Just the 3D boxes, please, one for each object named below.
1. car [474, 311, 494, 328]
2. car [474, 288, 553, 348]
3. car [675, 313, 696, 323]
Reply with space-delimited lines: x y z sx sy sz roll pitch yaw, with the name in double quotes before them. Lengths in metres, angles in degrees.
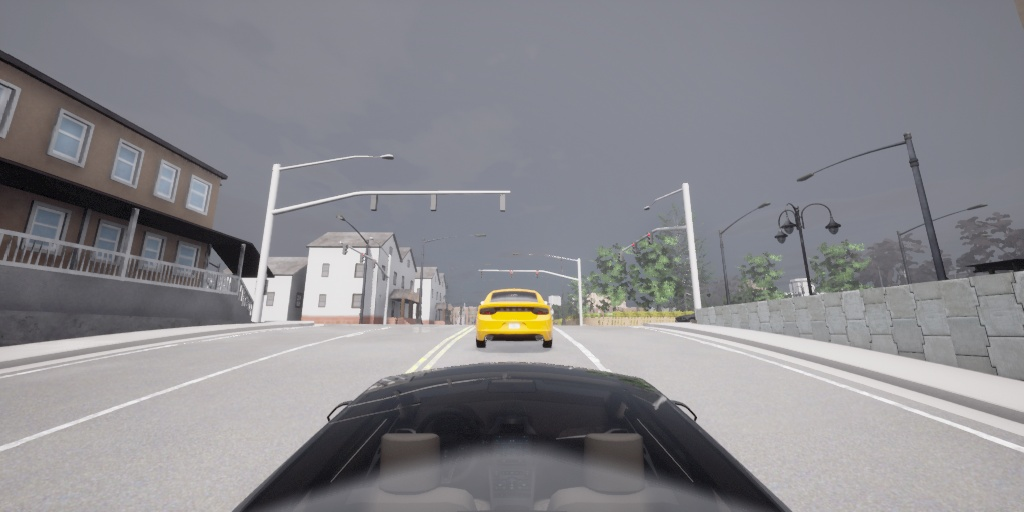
"car" -3.658 8.485 47.392 2.150 2.045 5.566 0 -12 0
"car" 0.061 1.723 10.544 1.882 1.535 5.008 0 -7 0
"car" 16.461 5.260 30.406 5.008 1.535 1.882 0 -12 1
